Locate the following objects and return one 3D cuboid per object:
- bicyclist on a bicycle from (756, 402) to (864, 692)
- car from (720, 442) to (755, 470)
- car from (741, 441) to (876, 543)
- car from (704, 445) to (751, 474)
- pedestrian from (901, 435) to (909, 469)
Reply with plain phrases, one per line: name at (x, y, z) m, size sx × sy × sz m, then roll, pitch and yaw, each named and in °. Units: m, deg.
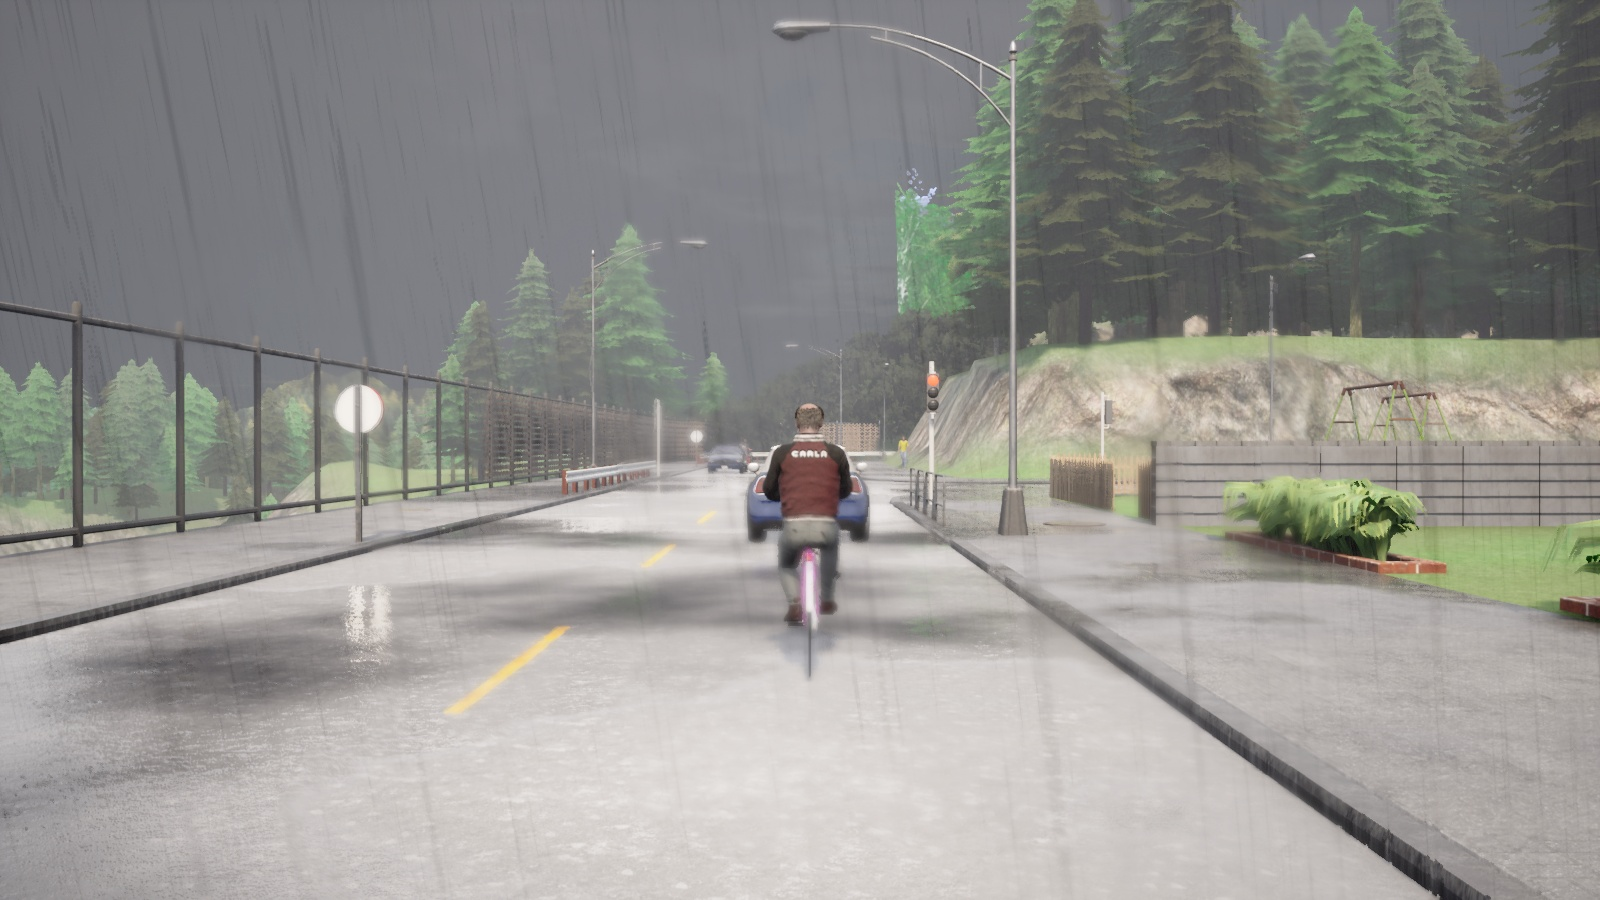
bicyclist on a bicycle at (0.064, 0.569, 8.609) m, size 0.659 × 1.776 × 1.843 m, roll 0°, pitch 2°, yaw 0°
car at (-3.579, 0.330, 72.127) m, size 1.789 × 1.549 × 3.705 m, roll 0°, pitch 0°, yaw 0°
car at (0.130, 0.602, 20.230) m, size 1.970 × 1.475 × 3.806 m, roll 0°, pitch 0°, yaw 0°
car at (-3.595, 0.447, 63.266) m, size 2.033 × 1.411 × 5.357 m, roll 0°, pitch 0°, yaw 0°
pedestrian at (5.675, 0.091, 68.062) m, size 0.354 × 1.836 × 0.706 m, roll 0°, pitch 0°, yaw 0°
